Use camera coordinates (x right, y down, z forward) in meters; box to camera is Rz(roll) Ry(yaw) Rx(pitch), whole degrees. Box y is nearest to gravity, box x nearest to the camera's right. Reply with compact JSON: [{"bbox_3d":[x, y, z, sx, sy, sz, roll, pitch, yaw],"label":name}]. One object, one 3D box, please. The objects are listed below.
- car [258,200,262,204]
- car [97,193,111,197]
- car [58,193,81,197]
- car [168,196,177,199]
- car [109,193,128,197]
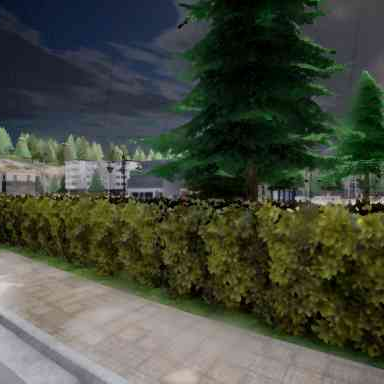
[{"bbox_3d":[9.644,1.352,44.205,2.097,1.767,4.553,0,0,43],"label":"car"},{"bbox_3d":[-16.701,1.097,68.943,1.932,1.855,4.605,0,0,43],"label":"car"},{"bbox_3d":[-28.382,1.154,79.442,2.152,1.636,5.027,0,0,43],"label":"car"},{"bbox_3d":[-3.305,1.374,56.063,1.845,1.501,3.633,0,0,43],"label":"car"},{"bbox_3d":[-10.572,1.384,52.725,1.970,1.475,3.806,0,0,43],"label":"car"}]
